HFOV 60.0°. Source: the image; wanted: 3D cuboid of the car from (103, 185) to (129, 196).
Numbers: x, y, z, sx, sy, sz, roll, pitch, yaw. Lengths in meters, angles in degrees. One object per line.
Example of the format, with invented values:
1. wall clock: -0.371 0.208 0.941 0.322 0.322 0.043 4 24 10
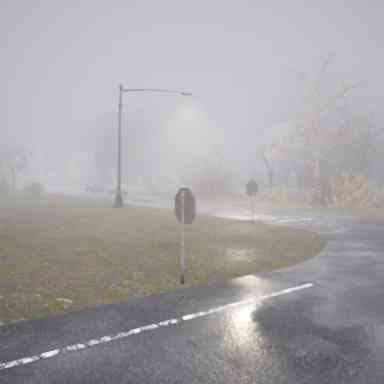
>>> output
1. car: -11.712 -0.105 51.833 1.895 1.301 4.718 0 2 -36

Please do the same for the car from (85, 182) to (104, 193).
1. car: -17.531 -0.806 59.956 2.150 2.045 5.566 0 2 -36
